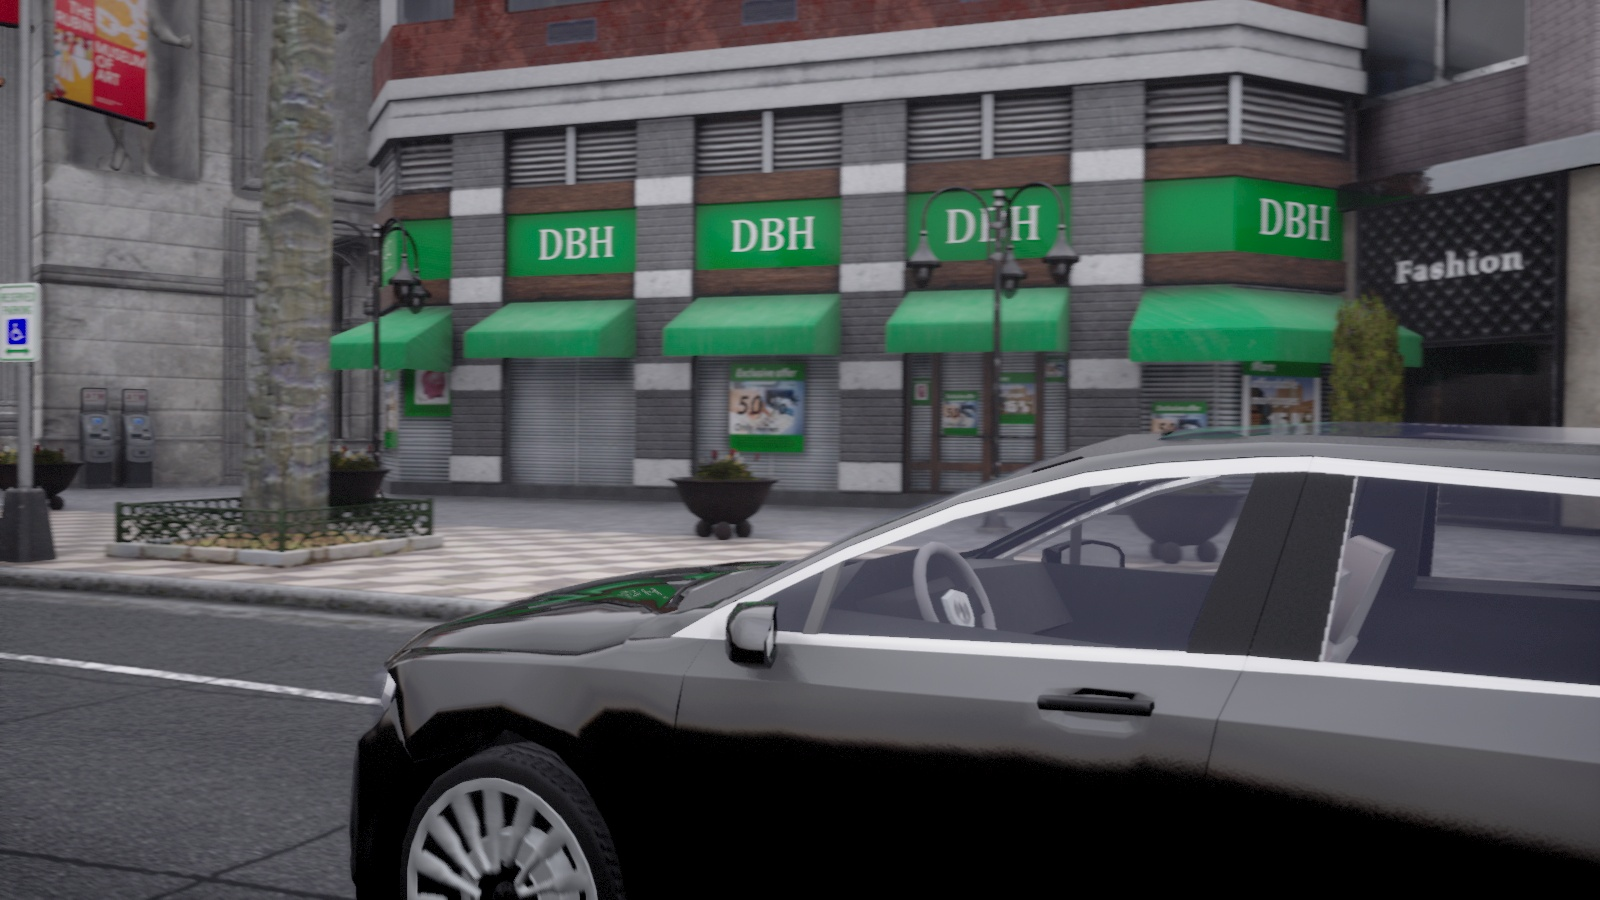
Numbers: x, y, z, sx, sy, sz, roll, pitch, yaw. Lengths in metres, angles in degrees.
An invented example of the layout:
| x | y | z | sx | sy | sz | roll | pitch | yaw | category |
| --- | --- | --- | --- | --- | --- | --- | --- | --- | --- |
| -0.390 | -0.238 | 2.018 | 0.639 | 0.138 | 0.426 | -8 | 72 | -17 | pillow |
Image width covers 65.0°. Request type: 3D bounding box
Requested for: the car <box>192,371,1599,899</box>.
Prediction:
| x | y | z | sx | sy | sz | roll | pitch | yaw | category |
| --- | --- | --- | --- | --- | --- | --- | --- | --- | --- |
| 1.032 | 0.636 | 2.911 | 4.902 | 1.511 | 2.128 | 0 | 1 | 33 | car |
